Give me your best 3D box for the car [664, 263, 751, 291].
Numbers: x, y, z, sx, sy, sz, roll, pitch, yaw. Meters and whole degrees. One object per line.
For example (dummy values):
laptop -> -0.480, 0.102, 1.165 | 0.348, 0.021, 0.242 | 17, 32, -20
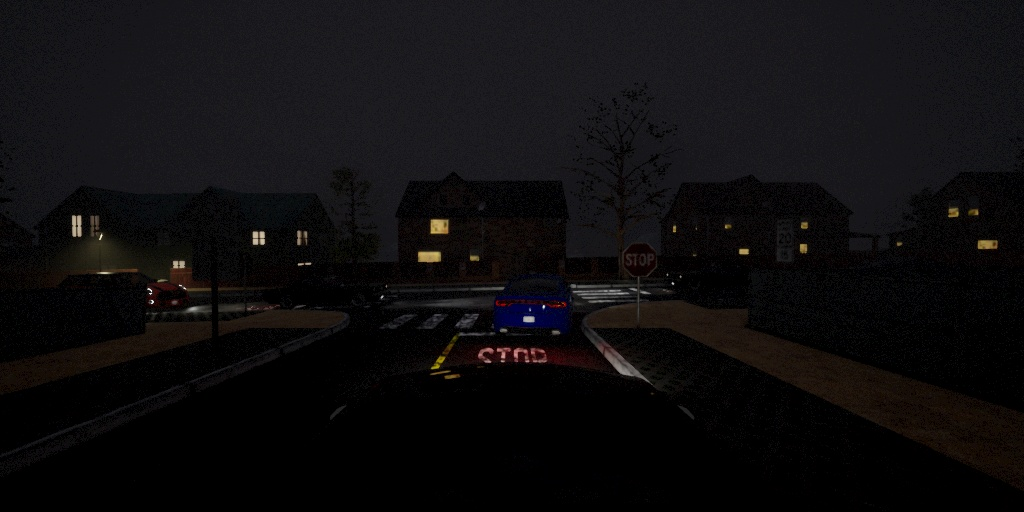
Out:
car -> 10.417, 1.034, 18.370 | 4.718, 1.301, 1.895 | -1, 1, -1

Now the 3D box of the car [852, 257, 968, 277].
car -> 20.063, 0.754, 18.403 | 5.357, 1.411, 2.033 | -1, 1, 0

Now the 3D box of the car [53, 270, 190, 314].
car -> -16.793, 1.471, 15.445 | 4.553, 1.767, 2.097 | -1, 1, 0

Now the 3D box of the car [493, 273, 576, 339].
car -> 0.790, 1.226, 10.239 | 1.882, 1.535, 5.008 | 0, 0, 10

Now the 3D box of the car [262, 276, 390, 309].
car -> -7.806, 1.506, 15.450 | 4.718, 1.301, 1.895 | -1, 1, 0
